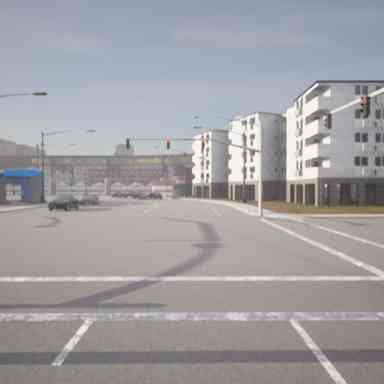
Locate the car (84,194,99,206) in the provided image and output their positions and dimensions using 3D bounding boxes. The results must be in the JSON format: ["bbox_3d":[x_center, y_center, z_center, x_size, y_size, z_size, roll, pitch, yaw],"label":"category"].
[{"bbox_3d":[-14.025,1.070,45.543,1.812,1.442,4.674,0,1,-9],"label":"car"}]

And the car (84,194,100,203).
[{"bbox_3d":[-16.842,1.016,55.897,1.895,1.301,4.718,0,1,-25],"label":"car"}]

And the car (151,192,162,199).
[{"bbox_3d":[-7.863,0.748,69.164,1.837,1.490,4.892,0,1,-32],"label":"car"}]

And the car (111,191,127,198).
[{"bbox_3d":[-16.238,0.598,74.290,1.812,1.442,4.674,-1,1,-45],"label":"car"}]

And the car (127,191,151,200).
[{"bbox_3d":[-10.741,0.763,67.166,2.128,1.511,4.902,0,1,-32],"label":"car"}]

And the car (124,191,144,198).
[{"bbox_3d":[-13.329,0.507,76.306,1.837,1.490,4.892,-1,1,-45],"label":"car"}]

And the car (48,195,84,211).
[{"bbox_3d":[-13.533,1.148,35.382,1.882,1.535,5.008,0,1,0],"label":"car"}]
